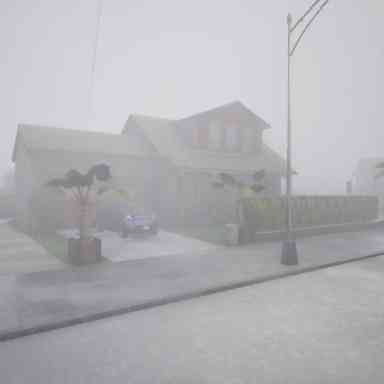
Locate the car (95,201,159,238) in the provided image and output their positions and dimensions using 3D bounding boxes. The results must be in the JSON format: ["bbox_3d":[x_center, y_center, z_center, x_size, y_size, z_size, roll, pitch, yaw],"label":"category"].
[{"bbox_3d":[-3.022,1.174,15.291,1.845,1.501,3.633,0,0,-38],"label":"car"}]
